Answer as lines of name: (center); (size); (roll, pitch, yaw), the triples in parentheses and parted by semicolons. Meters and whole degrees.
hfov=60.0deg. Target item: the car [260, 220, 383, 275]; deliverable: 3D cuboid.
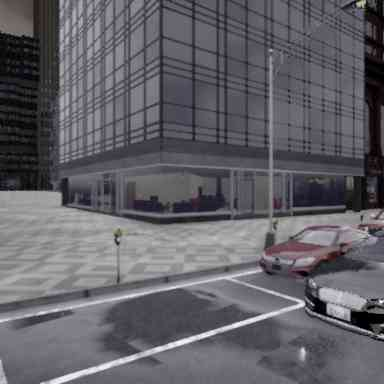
car: (3.774, 1.607, 9.342); (4.206, 1.307, 1.802); (0, 0, -35)

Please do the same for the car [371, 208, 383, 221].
car: (8.191, 1.357, 12.493); (5.009, 1.841, 2.192); (0, 0, -35)

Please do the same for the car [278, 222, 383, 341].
car: (4.159, 1.514, 6.299); (4.902, 1.511, 2.128); (0, 0, -35)
